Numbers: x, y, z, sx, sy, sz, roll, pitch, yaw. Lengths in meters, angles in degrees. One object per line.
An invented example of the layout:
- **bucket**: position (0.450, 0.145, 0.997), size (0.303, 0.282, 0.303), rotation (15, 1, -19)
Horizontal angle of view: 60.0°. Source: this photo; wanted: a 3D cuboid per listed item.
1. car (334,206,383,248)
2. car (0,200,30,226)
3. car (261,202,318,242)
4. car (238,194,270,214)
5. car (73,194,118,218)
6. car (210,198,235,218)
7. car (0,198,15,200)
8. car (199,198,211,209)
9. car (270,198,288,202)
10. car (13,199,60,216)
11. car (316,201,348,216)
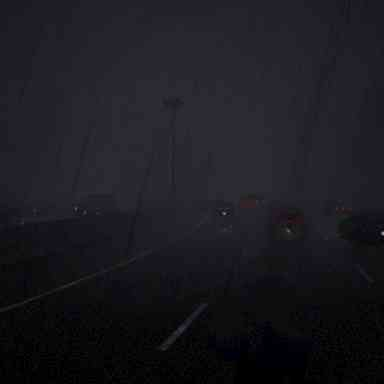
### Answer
- **car**: position (7.792, 1.553, 14.593), size (1.994, 1.385, 4.181), rotation (0, 0, 13)
- **car**: position (-12.585, 1.490, 20.174), size (2.128, 1.511, 4.902), rotation (0, 0, 11)
- **car**: position (4.655, 1.481, 16.581), size (2.128, 1.511, 4.902), rotation (0, 0, 12)
- **car**: position (6.421, 1.200, 36.037), size (2.150, 2.045, 5.566), rotation (0, 0, -1)
- **car**: position (-7.906, 1.214, 27.928), size (2.150, 2.045, 5.566), rotation (0, 0, 4)
- **car**: position (2.777, 1.492, 29.556), size (1.837, 1.490, 4.892), rotation (0, 1, 3)
- **car**: position (-18.230, 1.349, 31.437), size (2.097, 1.767, 4.553), rotation (0, 0, 1)
- **car**: position (2.207, 1.526, 44.217), size (2.033, 1.411, 5.357), rotation (0, 0, -8)
- **car**: position (9.758, 1.466, 37.969), size (2.128, 1.511, 4.902), rotation (0, 0, -2)
- **car**: position (-14.639, 1.542, 32.175), size (2.033, 1.411, 5.357), rotation (0, 0, 1)
- **car**: position (13.440, 1.524, 31.947), size (2.033, 1.411, 5.357), rotation (0, 0, 1)
